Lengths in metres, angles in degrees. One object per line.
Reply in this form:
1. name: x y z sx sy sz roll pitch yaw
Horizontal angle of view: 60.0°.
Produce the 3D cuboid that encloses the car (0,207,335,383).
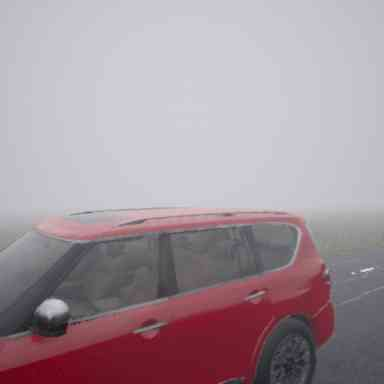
1. car: -0.826 1.222 3.404 5.566 2.045 2.150 0 0 -36
